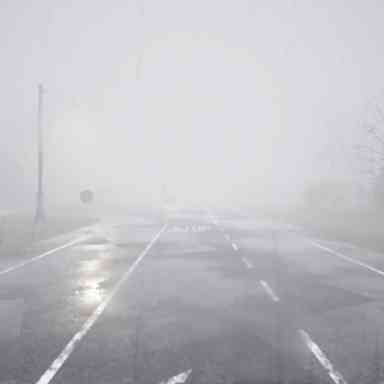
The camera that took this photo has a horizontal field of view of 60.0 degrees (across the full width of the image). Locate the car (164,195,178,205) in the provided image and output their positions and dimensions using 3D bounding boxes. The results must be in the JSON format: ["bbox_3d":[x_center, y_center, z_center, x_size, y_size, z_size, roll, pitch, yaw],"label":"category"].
[{"bbox_3d":[-3.420,1.266,55.126,2.097,1.767,4.553,0,0,0],"label":"car"}]
